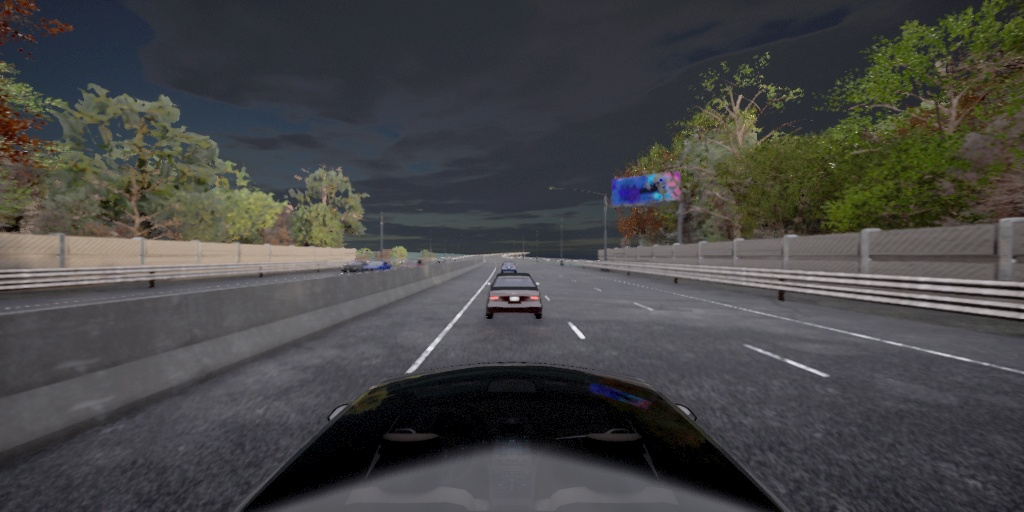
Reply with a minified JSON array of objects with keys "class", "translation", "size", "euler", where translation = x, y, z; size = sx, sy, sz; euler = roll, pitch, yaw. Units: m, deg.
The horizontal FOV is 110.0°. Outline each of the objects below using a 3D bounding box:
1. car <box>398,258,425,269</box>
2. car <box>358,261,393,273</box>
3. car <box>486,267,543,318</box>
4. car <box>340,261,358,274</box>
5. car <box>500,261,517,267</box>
[{"class":"car","translation":[-11.025,1.115,39.649],"size":[2.097,1.767,4.553],"euler":[0,0,-1]},{"class":"car","translation":[-14.511,1.242,38.960],"size":[1.882,1.535,5.008],"euler":[0,0,-1]},{"class":"car","translation":[0.054,1.302,13.009],"size":[2.033,1.411,5.357],"euler":[0,0,0]},{"class":"car","translation":[-18.074,1.313,42.071],"size":[2.033,1.411,5.357],"euler":[0,0,-1]},{"class":"car","translation":[-0.382,1.308,41.997],"size":[2.033,1.411,5.357],"euler":[0,0,-1]}]
